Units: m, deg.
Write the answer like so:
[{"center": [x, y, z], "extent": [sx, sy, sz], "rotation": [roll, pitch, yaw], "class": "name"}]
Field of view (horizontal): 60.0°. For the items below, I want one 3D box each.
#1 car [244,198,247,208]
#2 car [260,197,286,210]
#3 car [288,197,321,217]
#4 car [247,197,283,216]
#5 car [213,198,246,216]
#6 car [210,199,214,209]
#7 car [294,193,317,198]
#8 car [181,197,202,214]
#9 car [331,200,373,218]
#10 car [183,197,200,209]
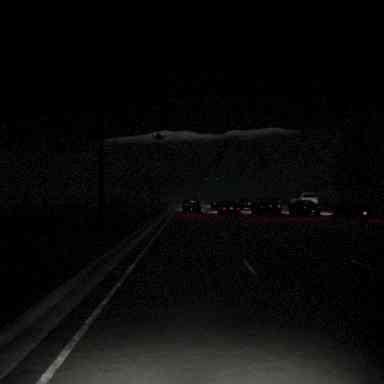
[{"center": [6.912, 1.475, 42.347], "extent": [2.033, 1.411, 5.357], "rotation": [0, 0, 0], "class": "car"}, {"center": [10.405, 1.416, 43.103], "extent": [2.128, 1.511, 4.902], "rotation": [0, 0, 0], "class": "car"}, {"center": [10.463, 1.473, 31.041], "extent": [1.812, 1.442, 4.674], "rotation": [0, 0, 0], "class": "car"}, {"center": [6.962, 1.297, 31.670], "extent": [2.097, 1.767, 4.553], "rotation": [0, 0, 0], "class": "car"}, {"center": [3.461, 1.493, 31.678], "extent": [2.033, 1.411, 5.357], "rotation": [0, 0, 0], "class": "car"}, {"center": [3.401, 1.526, 43.896], "extent": [1.895, 1.301, 4.718], "rotation": [0, 0, 0], "class": "car"}, {"center": [13.917, 1.145, 41.719], "extent": [2.150, 2.045, 5.566], "rotation": [0, -1, 0], "class": "car"}, {"center": [-0.047, 1.433, 34.309], "extent": [2.128, 1.511, 4.902], "rotation": [0, 0, 0], "class": "car"}, {"center": [13.975, 1.455, 29.290], "extent": [1.837, 1.490, 4.892], "rotation": [0, 0, 0], "class": "car"}, {"center": [-0.095, 1.416, 43.812], "extent": [2.128, 1.511, 4.902], "rotation": [0, 0, 0], "class": "car"}]
